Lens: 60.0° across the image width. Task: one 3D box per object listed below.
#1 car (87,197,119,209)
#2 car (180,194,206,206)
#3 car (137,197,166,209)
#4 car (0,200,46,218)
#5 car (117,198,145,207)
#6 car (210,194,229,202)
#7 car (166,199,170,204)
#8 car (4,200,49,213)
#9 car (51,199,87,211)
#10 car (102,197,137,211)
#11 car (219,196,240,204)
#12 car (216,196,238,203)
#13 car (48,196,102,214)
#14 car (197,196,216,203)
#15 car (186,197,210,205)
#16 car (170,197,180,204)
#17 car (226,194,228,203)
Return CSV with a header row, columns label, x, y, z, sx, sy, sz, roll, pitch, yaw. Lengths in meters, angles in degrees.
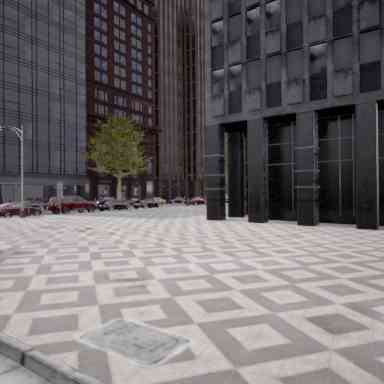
label,x,y,z,sx,sy,sz,roll,pitch,yaw
car,-12.796,1.486,48.071,1.967,1.590,4.097,-1,0,35
car,0.618,1.464,52.524,1.887,1.381,4.507,-1,0,35
car,-5.776,1.510,43.234,1.947,1.339,4.313,-1,0,35
car,-15.366,1.578,29.300,1.802,1.307,4.206,-1,0,35
car,-9.597,1.615,52.717,1.802,1.307,4.206,-1,0,35
car,6.388,1.299,75.945,2.192,1.841,5.009,-1,0,35
car,-6.497,1.547,57.222,1.752,1.417,4.829,-1,0,35
car,-19.189,1.644,38.781,1.947,1.339,4.313,-1,0,35
car,-15.992,1.644,43.426,1.802,1.307,4.206,-1,0,35
car,-8.972,1.526,38.590,1.947,1.339,4.313,-1,0,35
car,7.012,1.466,61.813,1.947,1.339,4.313,-1,0,35
car,7.130,1.472,66.519,2.033,1.411,5.357,-1,0,35
car,-12.171,1.292,33.946,2.192,1.841,5.009,-1,0,35
car,3.193,1.537,71.299,1.887,1.381,4.507,-1,0,35
car,1.126,1.542,57.797,1.895,1.301,4.718,-1,0,34
car,-3.202,1.576,62.008,1.947,1.339,4.313,-1,0,35
car,3.813,1.224,57.170,2.192,1.841,5.009,-1,0,35
